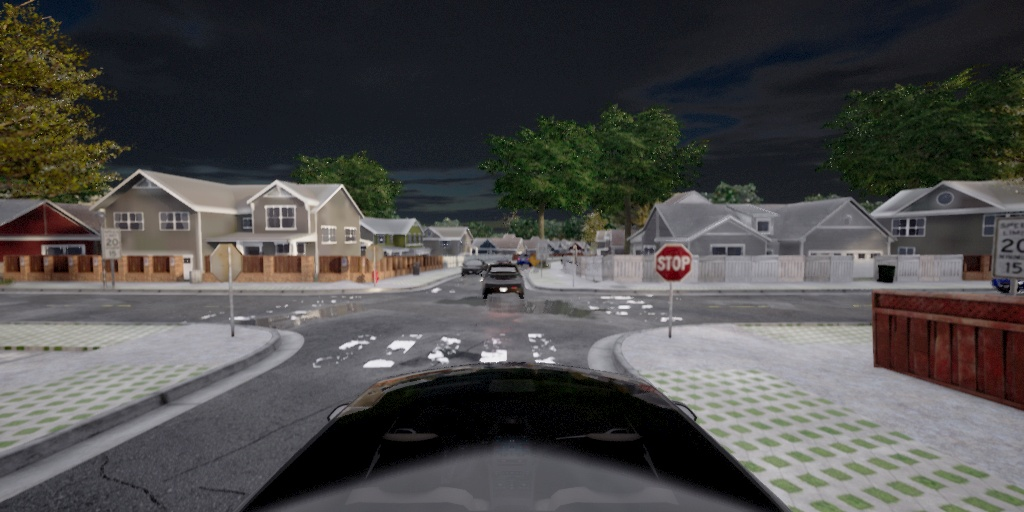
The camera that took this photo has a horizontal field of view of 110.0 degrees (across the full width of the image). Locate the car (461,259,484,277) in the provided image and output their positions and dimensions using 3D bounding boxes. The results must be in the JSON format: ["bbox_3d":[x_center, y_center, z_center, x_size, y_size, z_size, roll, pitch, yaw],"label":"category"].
[{"bbox_3d":[-3.266,1.020,31.909,1.882,1.535,5.008,0,0,3],"label":"car"}]

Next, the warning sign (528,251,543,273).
[{"bbox_3d":[2.156,0.655,34.924,1.300,1.860,1.060,0,0,3],"label":"warning sign"}]

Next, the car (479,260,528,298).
[{"bbox_3d":[-0.418,1.138,17.450,1.837,1.490,4.892,0,0,-1],"label":"car"}]

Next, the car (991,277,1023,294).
[{"bbox_3d":[24.652,0.778,15.660,5.566,2.045,2.150,0,3,-3],"label":"car"}]

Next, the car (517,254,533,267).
[{"bbox_3d":[2.199,0.639,57.009,2.150,2.045,5.566,1,0,10],"label":"car"}]

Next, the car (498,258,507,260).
[{"bbox_3d":[-1.318,0.986,53.020,1.994,1.385,4.181,0,0,8],"label":"car"}]
